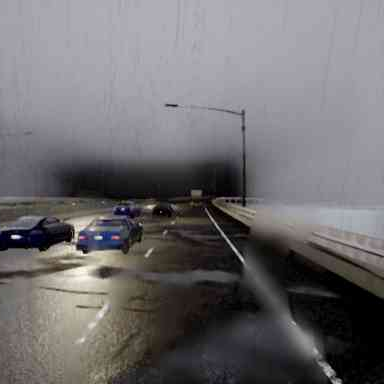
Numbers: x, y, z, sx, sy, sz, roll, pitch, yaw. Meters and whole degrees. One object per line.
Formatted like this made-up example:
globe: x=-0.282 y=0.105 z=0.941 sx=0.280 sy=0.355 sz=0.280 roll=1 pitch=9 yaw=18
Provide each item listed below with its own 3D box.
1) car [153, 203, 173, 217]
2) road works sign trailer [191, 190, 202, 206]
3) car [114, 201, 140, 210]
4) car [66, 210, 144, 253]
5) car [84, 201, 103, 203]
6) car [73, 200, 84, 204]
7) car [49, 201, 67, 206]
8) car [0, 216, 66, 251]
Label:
car: x=-3.137 y=1.907 z=36.372 sx=1.882 sy=1.535 sz=5.008 roll=0 pitch=-1 yaw=1
road works sign trailer: x=0.962 y=1.294 z=71.592 sx=2.380 sy=3.560 sz=2.880 roll=0 pitch=-1 yaw=2
car: x=-6.662 y=1.759 z=34.433 sx=2.097 sy=1.767 sz=4.553 roll=0 pitch=-1 yaw=1
car: x=-3.352 y=1.722 z=14.460 sx=2.033 sy=1.411 sz=5.357 roll=0 pitch=-1 yaw=0
car: x=-16.868 y=2.243 z=59.185 sx=2.033 sy=1.411 sz=5.357 roll=0 pitch=-1 yaw=2
car: x=-20.324 y=2.238 z=60.590 sx=1.812 sy=1.442 sz=4.674 roll=0 pitch=-1 yaw=2
car: x=-23.859 y=2.262 z=59.362 sx=1.994 sy=1.385 sz=4.181 roll=0 pitch=-1 yaw=2
car: x=-6.848 y=1.745 z=14.953 sx=1.994 sy=1.385 sz=4.181 roll=0 pitch=-1 yaw=0
